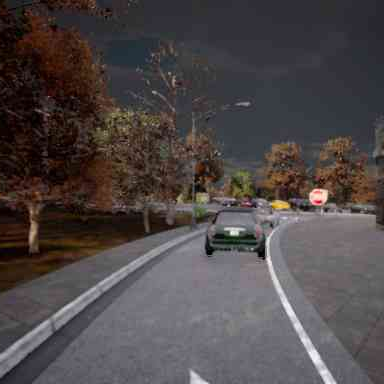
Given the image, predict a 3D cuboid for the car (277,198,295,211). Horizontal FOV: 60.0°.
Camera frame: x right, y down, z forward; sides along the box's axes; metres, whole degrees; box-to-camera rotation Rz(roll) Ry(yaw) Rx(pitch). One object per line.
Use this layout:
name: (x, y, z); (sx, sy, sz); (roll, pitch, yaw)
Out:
car: (12.718, 1.990, 49.371); (2.097, 1.535, 5.008); (4, -1, -11)

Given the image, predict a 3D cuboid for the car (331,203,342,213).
car: (20.906, 2.526, 50.981); (2.163, 1.488, 4.792); (3, -1, -11)

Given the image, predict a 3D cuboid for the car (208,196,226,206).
car: (4.520, 1.625, 61.081); (2.002, 1.452, 4.674); (4, -1, -11)

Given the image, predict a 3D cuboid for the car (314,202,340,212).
car: (26.492, 2.899, 65.457); (2.231, 1.521, 4.892); (3, -1, -11)

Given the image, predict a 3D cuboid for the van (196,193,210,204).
van: (1.948, 1.174, 60.436); (1.878, 1.987, 4.442); (4, 0, -11)

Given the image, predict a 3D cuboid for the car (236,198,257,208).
car: (10.089, 2.006, 62.219); (2.163, 1.488, 4.792); (4, -1, -11)

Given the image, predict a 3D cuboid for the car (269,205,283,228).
car: (5.285, 1.841, 24.569); (1.895, 1.301, 4.718); (0, -1, 21)

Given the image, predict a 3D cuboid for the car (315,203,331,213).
car: (18.183, 2.339, 50.461); (2.231, 1.521, 4.892); (3, -1, -11)

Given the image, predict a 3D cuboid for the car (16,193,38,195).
car: (-27.287, -0.261, 54.467); (2.185, 1.767, 4.553); (5, -1, -11)

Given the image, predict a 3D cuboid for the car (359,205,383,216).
car: (29.105, 2.938, 52.618); (2.163, 1.488, 4.792); (3, 0, -11)

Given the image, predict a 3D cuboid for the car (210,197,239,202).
car: (4.552, 1.441, 47.717); (2.163, 1.488, 4.792); (4, -1, -11)

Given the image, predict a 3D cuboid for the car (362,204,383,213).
car: (37.292, 3.323, 67.625); (2.097, 1.535, 5.008); (2, 0, -11)

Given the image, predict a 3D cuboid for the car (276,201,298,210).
car: (18.170, 2.507, 63.773); (2.163, 1.488, 4.792); (3, -1, -11)

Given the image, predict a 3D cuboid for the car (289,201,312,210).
car: (20.900, 2.624, 64.342); (2.097, 1.535, 5.008); (3, -1, -11)

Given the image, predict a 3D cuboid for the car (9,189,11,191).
car: (-29.873, -0.312, 53.887); (2.163, 1.488, 4.792); (5, -1, -11)

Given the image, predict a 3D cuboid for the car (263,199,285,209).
car: (15.529, 2.323, 63.465); (1.946, 1.575, 5.366); (4, -1, -11)

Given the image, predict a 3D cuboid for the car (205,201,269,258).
car: (1.827, 1.419, 13.276); (2.097, 1.767, 4.553); (0, -1, 11)

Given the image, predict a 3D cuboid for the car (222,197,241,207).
car: (7.244, 1.820, 61.625); (2.002, 1.452, 4.674); (4, -1, -11)

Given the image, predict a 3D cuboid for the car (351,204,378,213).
car: (34.596, 3.225, 66.892); (1.946, 1.575, 5.366); (2, 0, -11)

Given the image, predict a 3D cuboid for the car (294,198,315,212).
car: (15.461, 1.918, 49.953); (2.435, 2.045, 5.566); (4, -1, -11)

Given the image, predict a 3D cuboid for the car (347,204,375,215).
car: (26.381, 2.654, 52.072); (2.185, 1.767, 4.553); (3, -1, -11)

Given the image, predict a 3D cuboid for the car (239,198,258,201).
car: (7.264, 1.637, 48.318); (2.163, 1.488, 4.792); (4, -1, -11)

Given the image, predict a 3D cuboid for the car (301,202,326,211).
car: (23.633, 2.763, 64.888); (2.097, 1.535, 5.008); (3, -1, -11)

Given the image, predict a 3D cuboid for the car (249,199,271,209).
car: (12.793, 2.153, 62.919); (1.946, 1.575, 5.366); (4, -1, -11)

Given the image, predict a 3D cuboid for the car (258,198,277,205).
car: (10.000, 1.677, 48.866); (2.185, 1.767, 4.553); (4, -1, -11)
